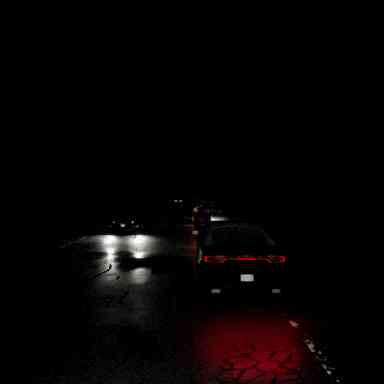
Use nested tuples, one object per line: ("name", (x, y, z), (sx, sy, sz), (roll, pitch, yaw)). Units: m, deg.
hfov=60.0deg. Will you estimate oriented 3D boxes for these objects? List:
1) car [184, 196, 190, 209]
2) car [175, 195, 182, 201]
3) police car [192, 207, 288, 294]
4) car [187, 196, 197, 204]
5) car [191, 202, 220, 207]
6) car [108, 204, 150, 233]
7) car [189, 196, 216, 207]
("car", (-0.025, 1.474, 45.248), (1.882, 1.535, 5.008), (0, 0, 0))
("car", (-3.589, 1.564, 88.624), (2.033, 1.411, 5.357), (0, 0, 0))
("police car", (1.042, 1.423, 8.894), (1.930, 1.638, 5.238), (0, 0, 0))
("car", (-0.063, 1.509, 64.386), (1.837, 1.490, 4.892), (0, 0, 0))
("car", (1.032, 1.521, 18.785), (1.812, 1.442, 4.674), (0, 0, 0))
("car", (-3.617, 1.500, 19.801), (1.837, 1.490, 4.892), (0, 0, 0))
("car", (1.025, 1.346, 24.756), (2.097, 1.767, 4.553), (0, 0, 0))
